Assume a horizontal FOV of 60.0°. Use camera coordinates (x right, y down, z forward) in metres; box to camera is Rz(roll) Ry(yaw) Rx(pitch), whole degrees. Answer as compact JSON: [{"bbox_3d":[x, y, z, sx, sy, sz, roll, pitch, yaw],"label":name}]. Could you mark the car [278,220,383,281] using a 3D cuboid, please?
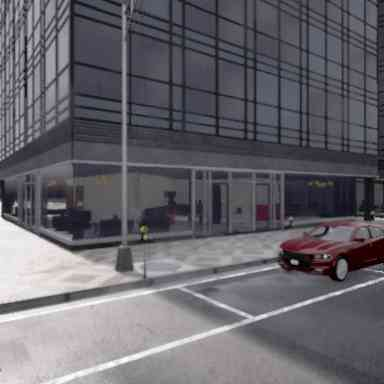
[{"bbox_3d":[4.464,1.560,9.859,4.507,1.381,1.887,0,0,-36],"label":"car"}]
